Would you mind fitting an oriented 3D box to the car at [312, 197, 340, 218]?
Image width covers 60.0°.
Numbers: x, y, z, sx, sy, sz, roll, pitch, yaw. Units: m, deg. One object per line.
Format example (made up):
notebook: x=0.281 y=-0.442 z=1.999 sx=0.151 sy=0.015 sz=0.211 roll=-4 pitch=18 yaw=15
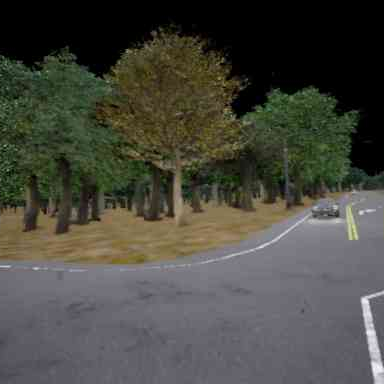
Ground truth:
car: x=11.664 y=1.276 z=28.942 sx=2.097 sy=1.767 sz=4.553 roll=-3 pitch=-1 yaw=24
